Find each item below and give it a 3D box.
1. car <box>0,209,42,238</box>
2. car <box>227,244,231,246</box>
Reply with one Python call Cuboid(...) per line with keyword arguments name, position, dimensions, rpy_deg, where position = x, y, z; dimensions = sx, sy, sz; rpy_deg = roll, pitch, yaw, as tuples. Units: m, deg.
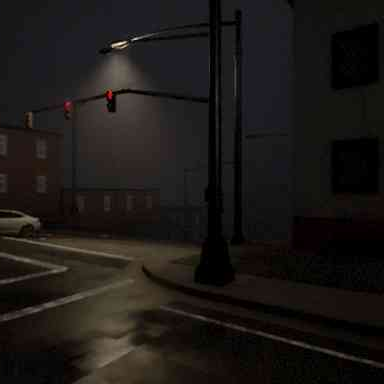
Cuboid(name="car", position=(-10.120, 1.578, 17.003), dimensions=(1.812, 1.442, 4.674), rpy_deg=(0, -5, 36))
Cuboid(name="car", position=(5.062, 6.657, 38.208), dimensions=(1.994, 1.385, 4.181), rpy_deg=(0, -19, 35))
